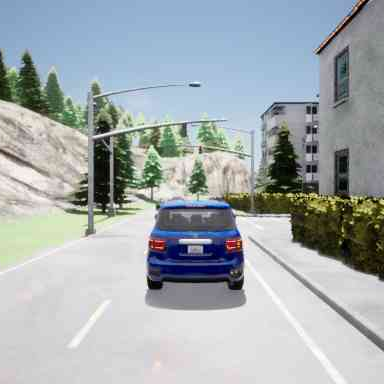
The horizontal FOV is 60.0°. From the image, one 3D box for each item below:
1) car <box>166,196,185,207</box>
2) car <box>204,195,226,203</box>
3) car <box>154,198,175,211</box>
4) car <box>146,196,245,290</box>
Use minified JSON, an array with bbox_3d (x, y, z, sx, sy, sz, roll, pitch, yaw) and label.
[{"bbox_3d":[-2.588,1.500,53.282,1.837,1.490,4.892,0,1,13],"label":"car"},{"bbox_3d":[4.724,1.492,68.961,2.128,1.511,4.902,0,0,39],"label":"car"},{"bbox_3d":[-3.434,1.492,41.740,2.128,1.511,4.902,0,0,1],"label":"car"},{"bbox_3d":[0.087,1.221,9.226,2.150,2.045,5.566,0,0,0],"label":"car"}]
